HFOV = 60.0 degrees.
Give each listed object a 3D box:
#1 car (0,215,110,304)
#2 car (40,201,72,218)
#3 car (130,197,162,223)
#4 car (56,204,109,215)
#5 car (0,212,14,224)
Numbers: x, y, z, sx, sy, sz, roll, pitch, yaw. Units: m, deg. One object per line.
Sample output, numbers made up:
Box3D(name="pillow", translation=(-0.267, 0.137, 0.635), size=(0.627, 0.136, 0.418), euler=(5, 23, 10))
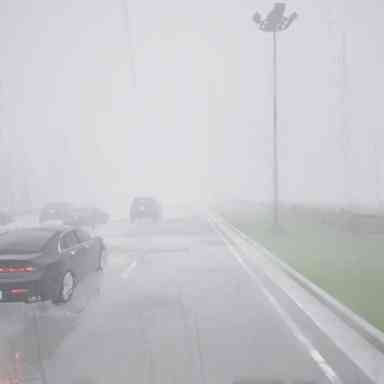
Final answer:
Box3D(name="car", translation=(-3.485, 1.570, 8.236), size=(1.837, 1.490, 4.892), euler=(0, 0, -1))
Box3D(name="car", translation=(-10.725, 1.563, 27.524), size=(2.097, 1.767, 4.553), euler=(0, 0, -1))
Box3D(name="car", translation=(-3.725, 1.393, 27.492), size=(2.150, 2.045, 5.566), euler=(0, 0, -1))
Box3D(name="car", translation=(-7.169, 1.714, 23.053), size=(2.033, 1.411, 5.357), euler=(0, 0, -1))
Box3D(name="car", translation=(-14.160, 1.749, 22.354), size=(2.033, 1.411, 5.357), euler=(0, 0, -1))
